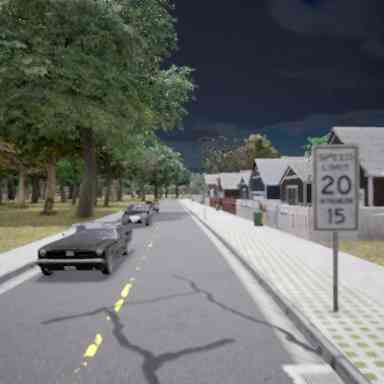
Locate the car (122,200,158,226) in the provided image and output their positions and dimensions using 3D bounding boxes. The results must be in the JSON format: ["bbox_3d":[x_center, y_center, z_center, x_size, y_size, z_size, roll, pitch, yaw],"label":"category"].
[{"bbox_3d":[-3.847,1.587,23.918,2.128,1.511,4.902,0,0,-3],"label":"car"}]

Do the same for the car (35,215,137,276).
[{"bbox_3d":[-3.163,1.646,10.692,1.895,1.301,4.718,0,0,-1],"label":"car"}]

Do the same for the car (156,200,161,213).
[{"bbox_3d":[-4.703,1.696,38.666,1.837,1.490,4.892,0,0,-4],"label":"car"}]
